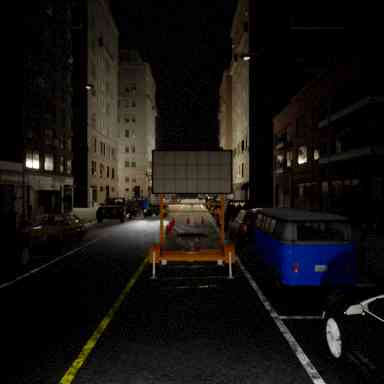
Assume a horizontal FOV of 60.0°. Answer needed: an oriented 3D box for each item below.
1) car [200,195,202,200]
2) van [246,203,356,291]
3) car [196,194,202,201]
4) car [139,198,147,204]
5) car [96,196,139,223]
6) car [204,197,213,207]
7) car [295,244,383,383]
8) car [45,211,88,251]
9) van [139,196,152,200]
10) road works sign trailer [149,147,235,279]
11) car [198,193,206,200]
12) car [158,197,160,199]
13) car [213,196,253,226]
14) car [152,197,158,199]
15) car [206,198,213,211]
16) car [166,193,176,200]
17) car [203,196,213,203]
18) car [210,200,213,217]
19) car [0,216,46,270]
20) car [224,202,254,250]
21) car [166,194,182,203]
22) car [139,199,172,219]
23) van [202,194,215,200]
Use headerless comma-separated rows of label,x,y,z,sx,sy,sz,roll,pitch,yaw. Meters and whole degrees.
car,2.699,1.501,54.243,1.752,1.417,4.829,0,0,0
van,2.672,1.340,8.718,1.690,1.788,3.998,0,0,0
car,2.716,1.380,81.269,1.967,1.590,4.097,0,0,0
car,-5.840,1.545,31.387,2.008,1.369,4.403,0,0,0
car,-5.844,1.311,25.719,2.192,1.841,5.009,0,0,0
car,2.689,1.544,37.064,2.008,1.369,4.403,0,0,0
car,2.669,1.551,3.049,2.008,1.369,4.403,0,0,0
car,-5.851,1.524,14.212,1.752,1.417,4.829,0,0,0
van,-5.837,1.334,37.055,1.690,1.788,3.998,0,0,0
road works sign trailer,0.005,0.463,10.030,2.380,3.560,2.880,0,0,0
car,2.722,1.237,92.439,2.192,1.841,5.009,0,0,0
car,-5.830,1.509,48.223,1.752,1.417,4.829,0,0,0
car,2.678,1.312,20.056,2.192,1.841,5.009,0,0,0
car,-5.833,1.515,42.554,1.752,1.417,4.829,0,0,0
car,2.685,1.560,31.395,1.947,1.339,4.313,0,0,0
car,-5.803,1.237,92.429,2.192,1.841,5.009,0,0,0
car,2.692,1.571,42.734,1.802,1.307,4.206,0,0,0
car,2.682,1.561,25.726,1.947,1.339,4.313,0,0,0
car,-5.854,1.544,8.714,1.887,1.381,4.507,0,0,0
car,2.675,1.438,14.387,1.967,1.590,4.097,0,0,0
car,-2.966,1.324,59.061,2.097,1.767,4.553,0,0,0
car,-3.084,1.596,29.178,1.895,1.301,4.718,0,0,0
van,2.696,1.324,48.404,1.690,1.788,3.998,0,0,0
